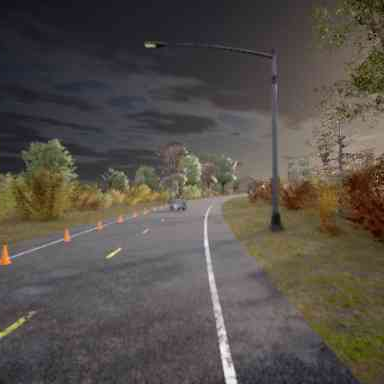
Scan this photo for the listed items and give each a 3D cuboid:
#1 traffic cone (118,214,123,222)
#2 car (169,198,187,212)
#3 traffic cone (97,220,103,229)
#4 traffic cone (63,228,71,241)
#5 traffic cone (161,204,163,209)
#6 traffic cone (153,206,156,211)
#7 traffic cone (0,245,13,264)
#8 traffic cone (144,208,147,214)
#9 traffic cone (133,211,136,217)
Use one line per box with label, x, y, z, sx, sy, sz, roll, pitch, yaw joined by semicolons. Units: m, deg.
traffic cone;-5.597;2.035;25.965;0.340;0.580;0.340;-1;0;3
car;-1.636;1.526;40.091;2.128;1.511;4.902;-1;0;5
traffic cone;-5.817;2.036;20.938;0.340;0.580;0.340;-1;0;2
traffic cone;-5.986;2.035;15.909;0.340;0.580;0.340;-1;0;2
traffic cone;-4.216;2.017;46.042;0.340;0.580;0.340;-1;0;5
traffic cone;-4.637;2.024;41.029;0.340;0.580;0.340;-1;0;5
traffic cone;-6.106;2.033;10.879;0.340;0.580;0.340;-1;0;1
traffic cone;-5.007;2.029;36.010;0.340;0.580;0.340;-1;0;4
traffic cone;-5.327;2.033;30.989;0.340;0.580;0.340;-1;0;3
